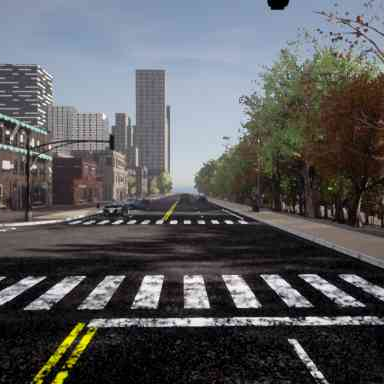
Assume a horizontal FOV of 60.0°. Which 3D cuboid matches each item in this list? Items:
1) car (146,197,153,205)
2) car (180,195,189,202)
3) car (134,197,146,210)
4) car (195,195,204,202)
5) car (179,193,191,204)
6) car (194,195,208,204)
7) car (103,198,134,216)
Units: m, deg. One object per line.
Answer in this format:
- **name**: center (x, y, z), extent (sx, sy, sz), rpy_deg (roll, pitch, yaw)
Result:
- **car**: center (-7.903, 1.580, 57.039), extent (1.895, 1.301, 4.718), rpy_deg (0, 0, -1)
- **car**: center (-1.703, 1.448, 74.225), extent (1.882, 1.535, 5.008), rpy_deg (0, 0, -1)
- **car**: center (-7.604, 1.533, 42.989), extent (2.033, 1.411, 5.357), rpy_deg (0, 0, -2)
- **car**: center (1.555, 1.471, 72.970), extent (1.837, 1.490, 4.892), rpy_deg (0, 0, -1)
- **car**: center (-1.376, 1.197, 63.643), extent (2.150, 2.045, 5.566), rpy_deg (0, 0, -1)
- **car**: center (1.891, 1.454, 62.864), extent (1.882, 1.535, 5.008), rpy_deg (0, 0, -1)
- **car**: center (-7.350, 1.481, 32.609), extent (2.128, 1.511, 4.902), rpy_deg (0, 0, -1)
